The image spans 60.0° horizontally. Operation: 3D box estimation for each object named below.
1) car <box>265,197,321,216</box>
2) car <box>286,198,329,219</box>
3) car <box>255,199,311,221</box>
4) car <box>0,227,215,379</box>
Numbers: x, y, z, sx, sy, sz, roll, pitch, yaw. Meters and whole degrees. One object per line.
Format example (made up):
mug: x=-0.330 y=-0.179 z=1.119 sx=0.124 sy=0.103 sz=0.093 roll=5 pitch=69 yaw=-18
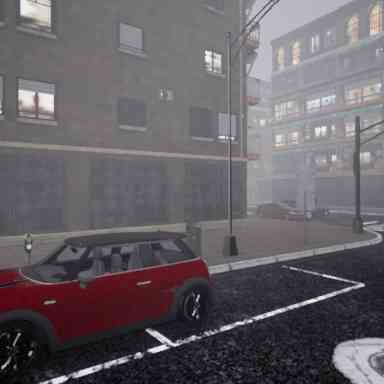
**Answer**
car: x=9.662 y=1.290 z=32.196 sx=1.882 sy=1.535 sz=5.008 roll=-1 pitch=1 yaw=-35
car: x=8.918 y=1.346 z=27.726 sx=1.882 sy=1.535 sz=5.008 roll=-1 pitch=1 yaw=-35
car: x=6.831 y=1.472 z=26.206 sx=1.802 sy=1.307 sz=4.206 roll=0 pitch=0 yaw=-35
car: x=-1.662 y=1.440 z=5.432 sx=4.097 sy=1.590 sz=1.967 roll=0 pitch=0 yaw=-35
